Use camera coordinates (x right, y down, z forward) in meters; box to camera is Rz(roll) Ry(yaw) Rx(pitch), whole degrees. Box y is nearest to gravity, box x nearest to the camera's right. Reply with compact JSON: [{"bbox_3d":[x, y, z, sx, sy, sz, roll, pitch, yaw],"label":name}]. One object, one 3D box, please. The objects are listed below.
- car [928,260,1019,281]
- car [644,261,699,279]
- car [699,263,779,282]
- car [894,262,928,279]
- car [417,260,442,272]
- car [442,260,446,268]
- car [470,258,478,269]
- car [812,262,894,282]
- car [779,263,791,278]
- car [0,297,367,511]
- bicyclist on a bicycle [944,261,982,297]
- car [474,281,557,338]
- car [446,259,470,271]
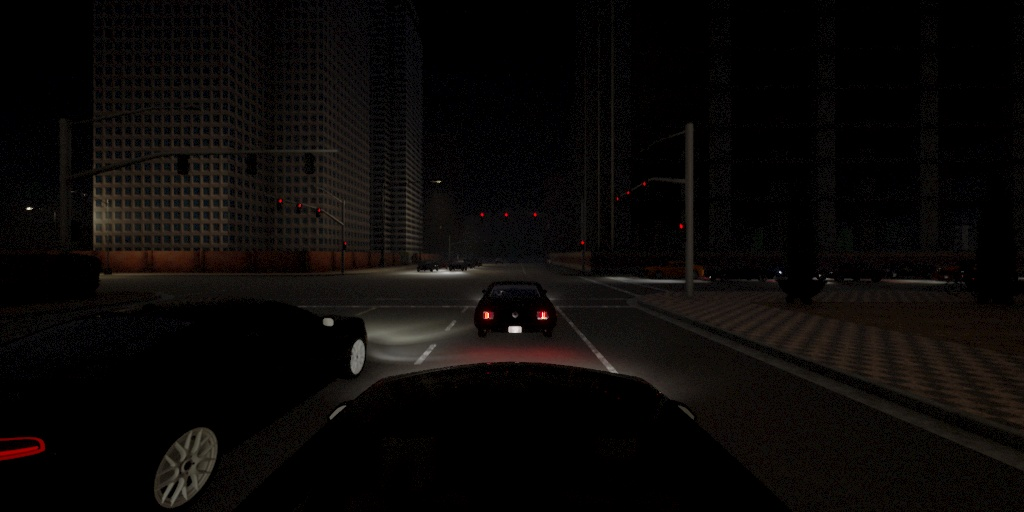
[{"bbox_3d":[36.506,1.095,28.271,4.553,1.767,2.097,0,0,1],"label":"car"},{"bbox_3d":[14.338,1.220,31.928,5.008,1.535,1.882,0,0,0],"label":"car"},{"bbox_3d":[17.909,1.344,28.405,4.718,1.301,1.895,0,0,0],"label":"car"},{"bbox_3d":[34.573,1.234,31.788,4.902,1.511,2.128,0,0,0],"label":"car"},{"bbox_3d":[-10.755,1.216,46.089,1.882,1.535,5.008,0,0,1],"label":"car"},{"bbox_3d":[-10.619,1.337,55.431,1.895,1.301,4.718,0,0,1],"label":"car"},{"bbox_3d":[-7.076,1.240,57.655,1.837,1.490,4.892,0,0,1],"label":"car"},{"bbox_3d":[26.691,1.269,28.338,4.674,1.442,1.812,0,0,0],"label":"car"},{"bbox_3d":[24.149,1.289,31.864,5.357,1.411,2.033,0,0,0],"label":"car"},{"bbox_3d":[-3.452,1.227,4.252,1.882,1.535,5.008,0,0,1],"label":"car"},{"bbox_3d":[20.758,1.047,16.403,0.582,1.620,1.656,0,0,0],"label":"bicyclist on a bicycle"},{"bbox_3d":[0.074,1.349,10.201,1.895,1.301,4.718,0,0,0],"label":"car"},{"bbox_3d":[-7.224,1.339,48.439,1.895,1.301,4.718,0,0,1],"label":"car"}]
